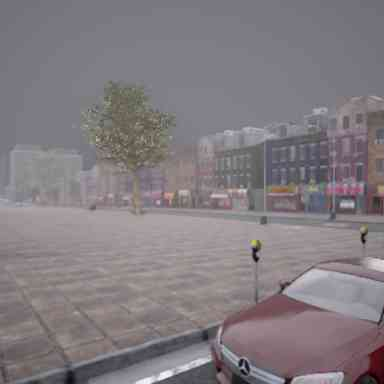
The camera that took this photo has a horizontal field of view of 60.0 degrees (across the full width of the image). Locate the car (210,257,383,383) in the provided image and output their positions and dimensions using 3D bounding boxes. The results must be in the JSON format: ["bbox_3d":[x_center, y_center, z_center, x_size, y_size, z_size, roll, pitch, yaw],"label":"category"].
[{"bbox_3d":[2.180,1.592,4.364,4.206,1.307,1.802,0,0,-36],"label":"car"}]
